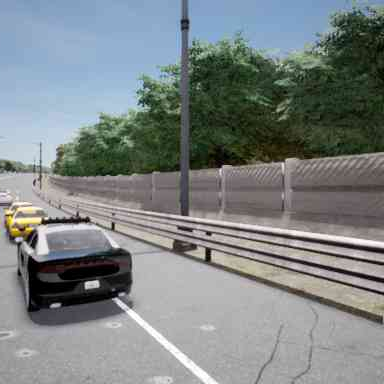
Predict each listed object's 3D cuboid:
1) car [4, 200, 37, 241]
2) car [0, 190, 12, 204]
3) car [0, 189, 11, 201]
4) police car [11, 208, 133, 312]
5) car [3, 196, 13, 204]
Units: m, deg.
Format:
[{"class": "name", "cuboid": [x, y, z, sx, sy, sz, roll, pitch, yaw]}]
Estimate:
[{"class": "car", "cuboid": [-8.149, 1.403, 16.610, 1.801, 1.575, 5.366, 0, 0, -30]}, {"class": "car", "cuboid": [-22.918, 0.853, 40.474, 1.812, 1.442, 4.674, 0, 2, -29]}, {"class": "car", "cuboid": [-28.702, 0.387, 50.850, 1.882, 1.535, 5.008, 0, 2, -28]}, {"class": "police car", "cuboid": [-3.073, 1.417, 8.035, 1.930, 1.638, 5.238, 0, 0, -31]}, {"class": "car", "cuboid": [-11.135, 1.334, 21.733, 1.801, 1.575, 5.366, 0, 1, -30]}]
